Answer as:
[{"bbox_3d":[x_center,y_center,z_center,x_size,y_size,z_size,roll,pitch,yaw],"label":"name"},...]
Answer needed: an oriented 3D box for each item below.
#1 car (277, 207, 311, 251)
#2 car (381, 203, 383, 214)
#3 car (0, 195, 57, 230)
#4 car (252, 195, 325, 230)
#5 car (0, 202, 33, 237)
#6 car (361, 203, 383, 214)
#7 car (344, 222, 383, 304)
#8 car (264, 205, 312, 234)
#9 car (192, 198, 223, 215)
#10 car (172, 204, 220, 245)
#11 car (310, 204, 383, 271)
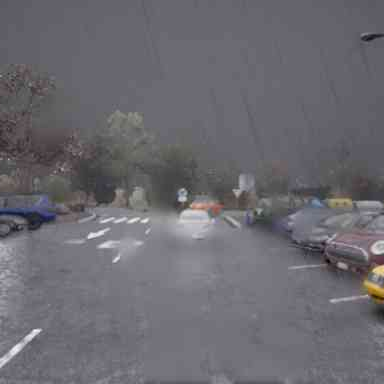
[{"bbox_3d":[6.001,1.475,12.365,4.892,1.521,2.231,1,0,-20],"label":"car"},{"bbox_3d":[31.393,2.563,49.645,1.946,1.575,5.366,2,-1,-21],"label":"car"},{"bbox_3d":[-10.979,1.214,19.699,5.566,2.045,2.435,-1,0,-20],"label":"car"},{"bbox_3d":[6.020,1.217,18.299,5.566,2.045,2.435,1,0,-20],"label":"car"},{"bbox_3d":[-10.960,1.469,16.696,4.892,1.521,2.231,-1,0,-20],"label":"car"},{"bbox_3d":[28.073,2.464,49.422,2.231,1.521,4.892,2,-1,-21],"label":"car"},{"bbox_3d":[5.828,1.475,6.377,5.366,1.575,1.946,1,0,-20],"label":"car"},{"bbox_3d":[5.995,1.511,15.323,4.674,1.452,2.002,1,0,-20],"label":"car"},{"bbox_3d":[1.381,1.433,31.876,2.097,1.767,4.553,-1,-3,20],"label":"car"},{"bbox_3d":[0.095,1.509,15.330,1.812,1.442,4.674,0,0,0],"label":"car"},{"bbox_3d":[6.029,1.352,9.414,4.553,1.767,2.185,1,0,-20],"label":"car"}]
